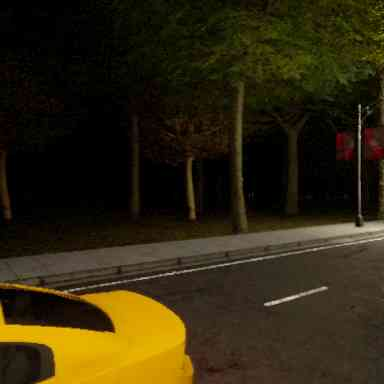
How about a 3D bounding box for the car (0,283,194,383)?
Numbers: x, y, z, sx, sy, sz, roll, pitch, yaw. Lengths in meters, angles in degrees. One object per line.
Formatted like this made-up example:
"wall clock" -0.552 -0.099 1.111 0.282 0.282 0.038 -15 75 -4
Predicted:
"car" -2.321 1.478 2.030 5.008 1.535 1.882 0 0 -35
